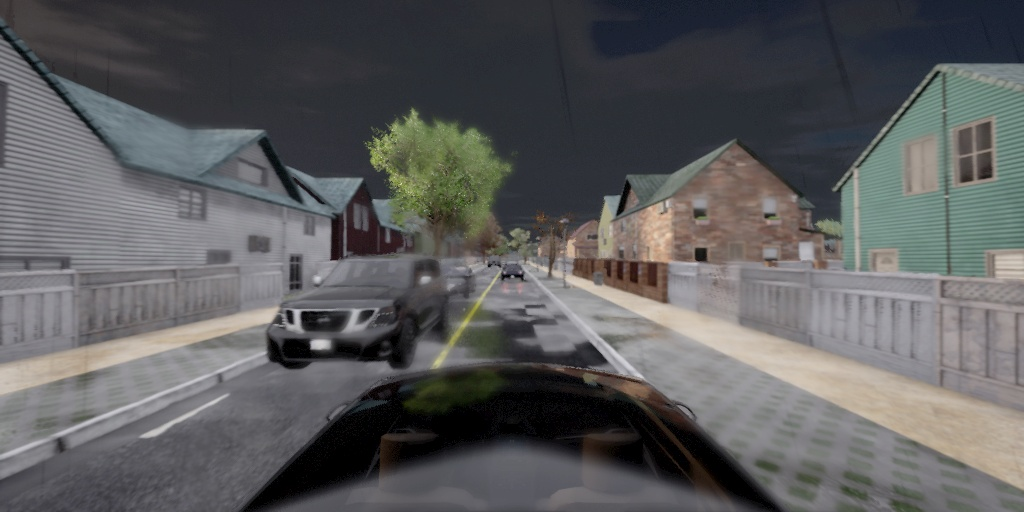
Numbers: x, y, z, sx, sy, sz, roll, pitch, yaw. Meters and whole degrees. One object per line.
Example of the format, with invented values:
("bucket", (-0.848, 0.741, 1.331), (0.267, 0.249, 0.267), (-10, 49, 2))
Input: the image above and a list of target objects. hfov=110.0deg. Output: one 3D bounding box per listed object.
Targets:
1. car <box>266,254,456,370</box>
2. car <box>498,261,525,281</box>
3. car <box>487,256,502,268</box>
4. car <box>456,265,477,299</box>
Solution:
("car", (-2.855, 0.971, 8.126), (2.150, 2.045, 5.566), (0, 0, 0))
("car", (0.051, 1.339, 30.225), (1.895, 1.301, 4.718), (0, 0, 0))
("car", (-2.900, 0.951, 59.747), (2.150, 2.045, 5.566), (0, 0, 1))
("car", (-2.862, 1.236, 18.214), (2.128, 1.511, 4.902), (0, 0, 0))
